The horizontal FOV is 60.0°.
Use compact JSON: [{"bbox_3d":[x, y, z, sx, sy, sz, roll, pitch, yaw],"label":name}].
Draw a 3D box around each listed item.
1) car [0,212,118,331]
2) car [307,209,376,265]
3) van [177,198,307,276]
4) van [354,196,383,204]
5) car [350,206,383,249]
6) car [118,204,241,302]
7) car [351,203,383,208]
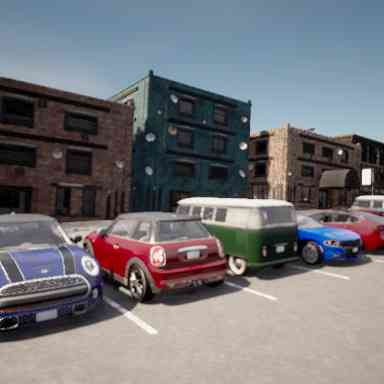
[{"bbox_3d":[-3.524,1.298,6.915,2.185,1.767,4.553,0,0,-36],"label":"car"},{"bbox_3d":[3.338,1.426,11.777,2.097,1.535,5.008,0,0,-35],"label":"car"},{"bbox_3d":[0.991,1.199,10.240,1.878,1.987,4.442,0,0,-35],"label":"van"},{"bbox_3d":[10.120,1.202,16.752,1.878,1.987,4.442,0,0,-36],"label":"van"},{"bbox_3d":[5.606,1.456,13.425,2.163,1.488,4.792,0,0,-36],"label":"car"},{"bbox_3d":[-1.205,1.298,8.492,2.185,1.767,4.553,0,0,-36],"label":"car"},{"bbox_3d":[7.888,1.457,15.052,2.163,1.488,4.792,0,0,-35],"label":"car"}]
